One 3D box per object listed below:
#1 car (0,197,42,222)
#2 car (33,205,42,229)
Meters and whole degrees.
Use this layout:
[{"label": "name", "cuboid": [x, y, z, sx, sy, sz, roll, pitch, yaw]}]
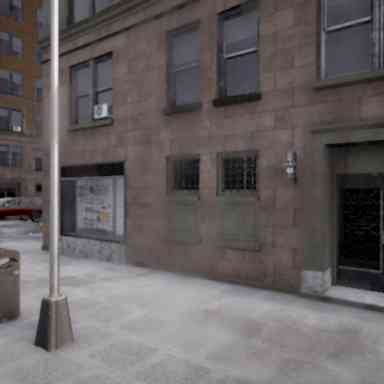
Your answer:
[{"label": "car", "cuboid": [-12.928, 1.314, 23.871, 2.192, 1.841, 5.009, 0, 0, 35]}, {"label": "car", "cuboid": [-6.294, 1.551, 19.353, 1.752, 1.417, 4.829, 0, 0, 35]}]
